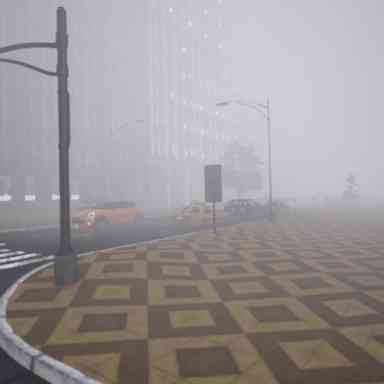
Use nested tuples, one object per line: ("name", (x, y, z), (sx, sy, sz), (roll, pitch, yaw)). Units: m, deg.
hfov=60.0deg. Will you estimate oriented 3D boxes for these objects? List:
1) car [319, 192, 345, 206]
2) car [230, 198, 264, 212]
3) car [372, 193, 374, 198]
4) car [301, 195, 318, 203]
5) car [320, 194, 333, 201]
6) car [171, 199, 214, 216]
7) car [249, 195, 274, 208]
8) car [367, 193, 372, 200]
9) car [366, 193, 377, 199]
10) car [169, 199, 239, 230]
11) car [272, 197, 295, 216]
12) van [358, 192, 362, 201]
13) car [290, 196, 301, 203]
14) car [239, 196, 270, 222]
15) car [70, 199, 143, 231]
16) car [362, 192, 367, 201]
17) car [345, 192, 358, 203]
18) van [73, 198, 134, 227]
("car", (19.674, 1.157, 46.683), (1.752, 1.417, 4.829), (-2, -1, 35))
("car", (6.063, 1.421, 36.464), (1.994, 1.385, 4.181), (-2, -1, 35))
("car", (38.688, 1.058, 74.066), (1.947, 1.339, 4.313), (-2, -1, 35))
("car", (22.443, 1.228, 64.877), (1.967, 1.590, 4.097), (-2, -1, 35))
("car", (31.962, 1.267, 78.699), (1.887, 1.381, 4.507), (-2, -1, 35))
("car", (0.145, 1.488, 32.482), (1.752, 1.417, 4.829), (-2, -1, 35))
("car", (9.755, 1.323, 46.446), (1.967, 1.590, 4.097), (-2, -1, 35))
("car", (35.479, 0.830, 69.495), (2.192, 1.841, 5.009), (-2, -1, 35))
("car", (45.021, 1.002, 83.266), (2.008, 1.369, 4.403), (-2, -1, 35))
("car", (0.665, 1.316, 19.090), (1.752, 1.417, 4.829), (-2, -1, 35))
("car", (6.903, 1.317, 28.150), (1.802, 1.307, 4.206), (-2, -1, 35))
("van", (29.108, 0.902, 60.321), (1.690, 1.788, 3.998), (-2, -1, 35))
("car", (16.101, 1.385, 55.660), (2.008, 1.369, 4.403), (-2, -1, 35))
("car", (3.734, 1.203, 23.551), (1.967, 1.590, 4.097), (-2, -1, 35))
("car", (-5.117, 1.307, 20.256), (2.097, 1.767, 4.553), (-2, -1, 35))
("car", (32.292, 0.978, 64.909), (1.967, 1.590, 4.097), (-2, -1, 35))
("car", (25.916, 1.025, 55.739), (1.967, 1.590, 4.097), (-2, -1, 35))
("van", (-6.107, 1.358, 23.409), (1.690, 1.788, 3.998), (-2, -1, 35))
